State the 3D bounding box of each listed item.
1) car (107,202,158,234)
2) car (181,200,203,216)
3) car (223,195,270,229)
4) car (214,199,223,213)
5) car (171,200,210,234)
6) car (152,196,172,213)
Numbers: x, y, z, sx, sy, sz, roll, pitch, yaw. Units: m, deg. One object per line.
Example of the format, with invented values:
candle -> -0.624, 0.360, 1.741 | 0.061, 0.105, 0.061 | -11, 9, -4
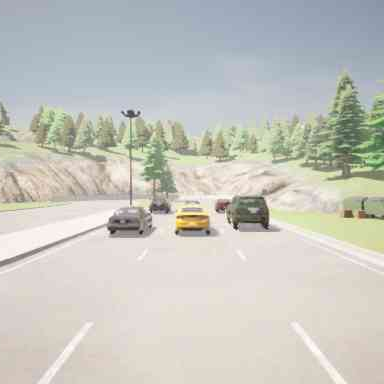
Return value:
car -> -3.458, 1.548, 19.244 | 2.033, 1.411, 5.357 | 0, 0, 1
car -> 0.044, 1.548, 34.270 | 2.033, 1.411, 5.357 | 0, 0, 1
car -> 3.564, 1.223, 21.800 | 2.150, 2.045, 5.566 | 0, 0, 1
car -> 3.570, 1.478, 37.671 | 1.882, 1.535, 5.008 | 0, 0, 0
car -> 0.046, 1.478, 19.399 | 1.882, 1.535, 5.008 | 0, 0, 1
car -> -3.436, 1.354, 36.781 | 2.097, 1.767, 4.553 | 0, 0, 1
